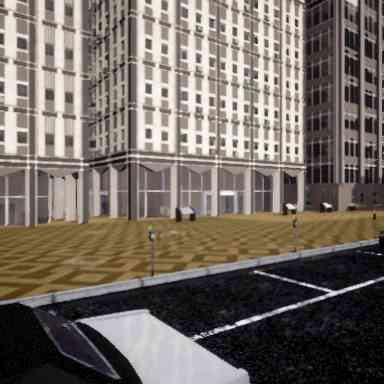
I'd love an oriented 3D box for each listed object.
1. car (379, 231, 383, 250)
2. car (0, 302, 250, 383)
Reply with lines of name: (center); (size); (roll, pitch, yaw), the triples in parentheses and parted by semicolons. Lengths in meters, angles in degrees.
car: (9.108, 1.566, 13.062); (4.313, 1.339, 1.947); (0, 0, -36)
car: (-1.939, 1.601, 1.976); (4.718, 1.301, 1.895); (0, 0, -35)
